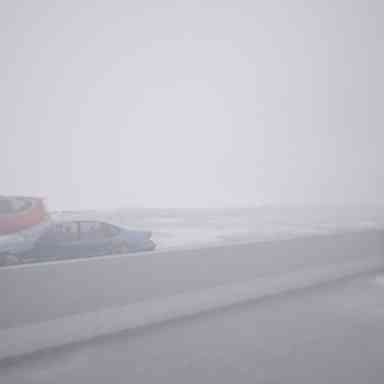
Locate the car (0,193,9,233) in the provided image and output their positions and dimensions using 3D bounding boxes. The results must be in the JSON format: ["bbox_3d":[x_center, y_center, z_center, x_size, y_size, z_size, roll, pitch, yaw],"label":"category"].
[{"bbox_3d":[-12.450,1.055,16.657,5.566,2.045,2.150,1,0,-35],"label":"car"}]

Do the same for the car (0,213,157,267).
[{"bbox_3d":[-3.715,1.491,9.932,5.357,1.411,2.033,1,0,-35],"label":"car"}]

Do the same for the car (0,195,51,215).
[{"bbox_3d":[-7.720,1.117,11.408,5.566,2.045,2.150,1,0,-35],"label":"car"}]
